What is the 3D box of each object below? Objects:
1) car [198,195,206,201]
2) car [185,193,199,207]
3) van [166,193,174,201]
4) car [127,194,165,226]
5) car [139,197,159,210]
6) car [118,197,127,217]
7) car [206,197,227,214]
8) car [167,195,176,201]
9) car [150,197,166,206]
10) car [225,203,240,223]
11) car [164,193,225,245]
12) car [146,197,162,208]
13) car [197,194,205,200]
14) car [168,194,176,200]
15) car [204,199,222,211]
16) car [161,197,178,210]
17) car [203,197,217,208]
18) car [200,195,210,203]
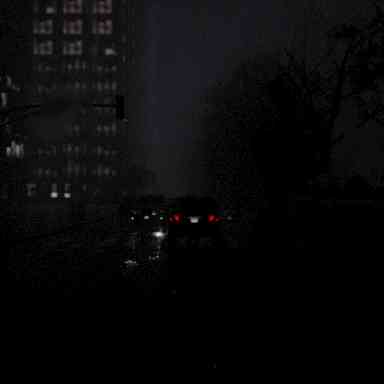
[{"bbox_3d":[2.527,1.450,85.978,1.887,1.381,4.507,0,0,0],"label":"car"},{"bbox_3d":[-0.023,1.172,52.529,2.150,2.045,5.566,0,0,0],"label":"car"},{"bbox_3d":[-5.350,1.254,80.434,1.690,1.788,3.998,0,0,0],"label":"van"},{"bbox_3d":[-2.858,1.198,23.572,2.150,2.045,5.566,0,1,0],"label":"car"},{"bbox_3d":[-5.333,1.403,41.619,1.967,1.590,4.097,0,0,0],"label":"car"},{"bbox_3d":[-5.328,1.290,30.529,2.192,1.841,5.009,0,0,0],"label":"car"},{"bbox_3d":[2.550,1.410,36.070,1.967,1.590,4.097,0,0,0],"label":"car"},{"bbox_3d":[-5.353,1.455,85.979,2.008,1.369,4.403,0,0,0],"label":"car"},{"bbox_3d":[-5.338,1.516,52.709,1.947,1.339,4.313,0,0,0],"label":"car"},{"bbox_3d":[2.555,1.531,24.979,2.008,1.369,4.403,0,0,0],"label":"car"},{"bbox_3d":[0.092,1.210,15.661,2.150,2.045,5.566,0,0,0],"label":"car"},{"bbox_3d":[-5.336,1.502,47.164,1.887,1.381,4.507,0,0,0],"label":"car"},{"bbox_3d":[2.525,1.336,91.522,1.967,1.590,4.097,0,0,0],"label":"car"},{"bbox_3d":[-5.355,1.336,91.524,1.967,1.590,4.097,0,0,0],"label":"car"},{"bbox_3d":[2.547,1.530,41.615,1.947,1.339,4.313,0,0,0],"label":"car"},{"bbox_3d":[-2.853,1.467,42.709,1.837,1.490,4.892,0,0,0],"label":"car"},{"bbox_3d":[2.545,1.483,47.330,1.752,1.417,4.829,0,0,0],"label":"car"},{"bbox_3d":[2.719,1.436,68.219,1.837,1.490,4.892,0,0,0],"label":"car"}]
